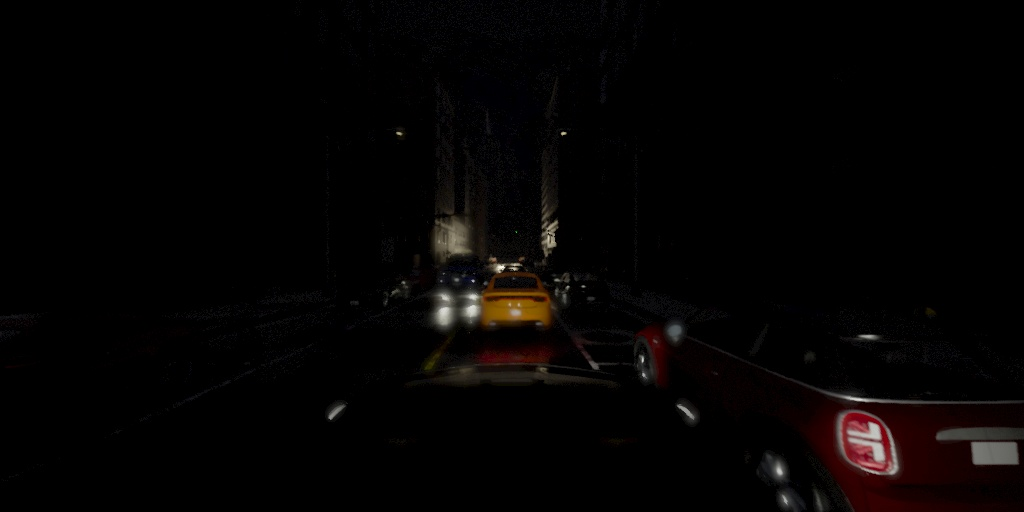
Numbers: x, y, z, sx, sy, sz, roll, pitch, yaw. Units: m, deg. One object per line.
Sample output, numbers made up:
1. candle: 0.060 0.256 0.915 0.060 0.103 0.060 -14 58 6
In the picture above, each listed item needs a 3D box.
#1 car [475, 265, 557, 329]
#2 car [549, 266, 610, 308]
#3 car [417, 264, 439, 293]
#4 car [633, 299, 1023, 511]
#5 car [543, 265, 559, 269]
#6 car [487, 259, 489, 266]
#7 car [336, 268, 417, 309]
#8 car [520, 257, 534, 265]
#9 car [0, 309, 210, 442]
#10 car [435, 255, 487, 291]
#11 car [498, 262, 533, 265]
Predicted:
1. car: 0.101 1.230 11.234 1.882 1.535 5.008 0 0 0
2. car: 2.863 1.305 15.063 2.007 1.370 4.403 0 0 0
3. car: -5.661 1.338 20.568 1.802 1.307 4.207 0 0 0
4. car: 2.858 1.190 4.060 1.967 1.591 4.097 0 0 0
5. car: 2.868 1.325 26.065 1.948 1.339 4.313 0 0 0
6. car: -5.606 1.390 63.171 1.802 1.307 4.207 0 0 0
7. car: -5.663 1.320 15.067 1.948 1.339 4.313 0 0 0
8. car: 2.919 1.248 63.154 1.967 1.591 4.097 0 0 0
9. car: -5.667 1.333 4.064 1.802 1.307 4.207 0 0 0
10. car: -3.031 0.981 22.568 2.150 2.045 5.566 0 0 0
11. car: 0.111 1.322 23.986 1.994 1.385 4.181 0 0 0
